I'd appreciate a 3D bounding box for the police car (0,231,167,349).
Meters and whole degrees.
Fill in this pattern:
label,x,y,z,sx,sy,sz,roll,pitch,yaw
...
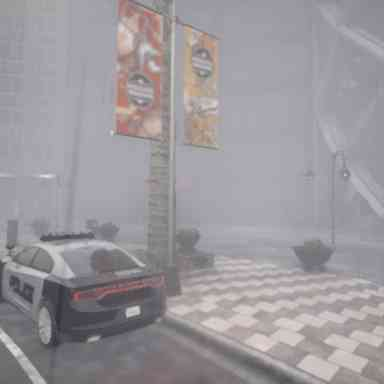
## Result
label,x,y,z,sx,sy,sz,roll,pitch,yaw
police car,-2.666,1.653,6.934,1.930,1.638,5.238,3,-3,-43
